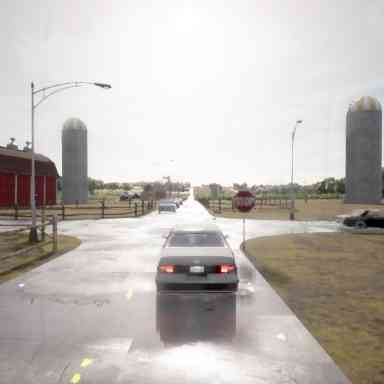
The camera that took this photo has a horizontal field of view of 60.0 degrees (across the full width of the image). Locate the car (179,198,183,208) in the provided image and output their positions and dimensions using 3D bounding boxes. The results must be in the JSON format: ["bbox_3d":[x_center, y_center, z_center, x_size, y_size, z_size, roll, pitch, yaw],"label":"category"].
[{"bbox_3d":[-2.831,1.724,50.378,2.128,1.511,4.902,0,0,0],"label":"car"}]

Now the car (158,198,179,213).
[{"bbox_3d":[-2.845,1.635,38.778,1.882,1.535,5.008,0,0,0],"label":"car"}]

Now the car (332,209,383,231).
[{"bbox_3d":[11.746,1.756,21.378,4.718,1.301,1.895,0,1,0],"label":"car"}]

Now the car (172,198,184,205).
[{"bbox_3d":[-2.754,1.919,67.598,2.128,1.511,4.902,0,-1,0],"label":"car"}]

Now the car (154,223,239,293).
[{"bbox_3d":[0.102,1.554,8.977,2.033,1.411,5.357,0,0,0],"label":"car"}]
